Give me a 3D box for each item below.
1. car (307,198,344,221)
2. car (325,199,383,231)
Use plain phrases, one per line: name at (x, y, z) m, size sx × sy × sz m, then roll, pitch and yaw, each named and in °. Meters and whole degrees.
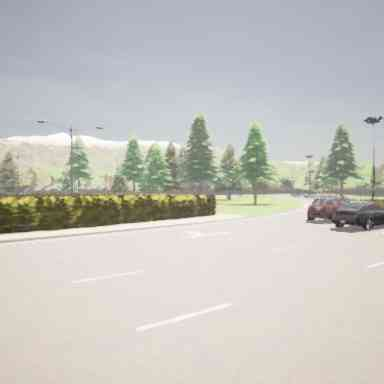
car at (10.401, 1.197, 24.066) m, size 4.553 × 1.767 × 2.097 m, roll 0°, pitch 0°, yaw -36°
car at (10.250, 1.369, 19.661) m, size 4.892 × 1.490 × 1.837 m, roll 0°, pitch 0°, yaw -36°
